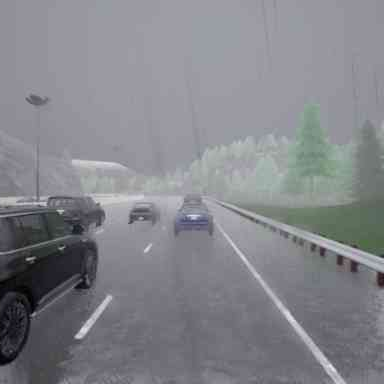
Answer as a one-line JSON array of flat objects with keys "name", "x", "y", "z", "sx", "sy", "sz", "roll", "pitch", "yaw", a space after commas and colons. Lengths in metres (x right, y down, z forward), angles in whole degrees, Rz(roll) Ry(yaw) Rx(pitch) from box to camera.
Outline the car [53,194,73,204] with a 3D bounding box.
[{"name": "car", "x": -24.513, "y": 1.358, "z": 63.492, "sx": 2.097, "sy": 1.767, "sz": 4.553, "roll": 0, "pitch": 0, "yaw": 0}]

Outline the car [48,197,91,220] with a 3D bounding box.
[{"name": "car", "x": -10.405, "y": 1.353, "z": 28.636, "sx": 2.097, "sy": 1.767, "sz": 4.553, "roll": 0, "pitch": 0, "yaw": 0}]

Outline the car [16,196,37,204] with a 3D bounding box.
[{"name": "car", "x": -31.509, "y": 1.556, "z": 63.431, "sx": 1.994, "sy": 1.385, "sz": 4.181, "roll": 0, "pitch": 0, "yaw": 0}]

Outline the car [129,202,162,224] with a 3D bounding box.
[{"name": "car", "x": -3.404, "y": 1.506, "z": 24.534, "sx": 1.837, "sy": 1.490, "sz": 4.892, "roll": 0, "pitch": 0, "yaw": 0}]

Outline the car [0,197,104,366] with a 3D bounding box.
[{"name": "car", "x": -3.402, "y": 1.222, "z": 5.939, "sx": 2.150, "sy": 2.045, "sz": 5.566, "roll": 0, "pitch": 0, "yaw": 0}]

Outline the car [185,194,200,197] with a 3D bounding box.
[{"name": "car", "x": 0.095, "y": 1.223, "z": 39.226, "sx": 2.150, "sy": 2.045, "sz": 5.566, "roll": 0, "pitch": 0, "yaw": 0}]

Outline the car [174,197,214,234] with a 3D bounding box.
[{"name": "car", "x": 0.097, "y": 1.353, "z": 19.119, "sx": 2.097, "sy": 1.767, "sz": 4.553, "roll": 0, "pitch": 0, "yaw": 0}]

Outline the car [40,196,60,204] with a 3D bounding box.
[{"name": "car", "x": -28.009, "y": 1.556, "z": 65.722, "sx": 1.994, "sy": 1.385, "sz": 4.181, "roll": 0, "pitch": 0, "yaw": 0}]
